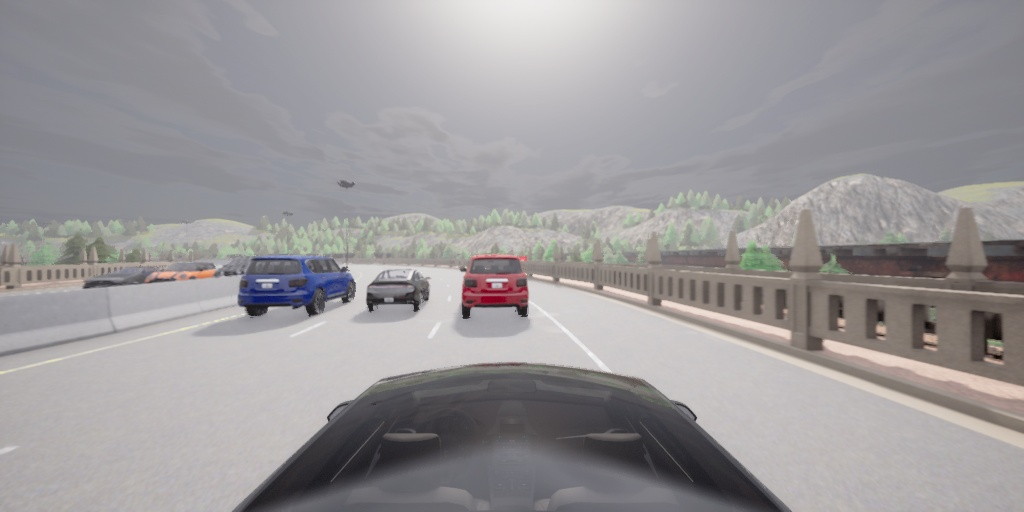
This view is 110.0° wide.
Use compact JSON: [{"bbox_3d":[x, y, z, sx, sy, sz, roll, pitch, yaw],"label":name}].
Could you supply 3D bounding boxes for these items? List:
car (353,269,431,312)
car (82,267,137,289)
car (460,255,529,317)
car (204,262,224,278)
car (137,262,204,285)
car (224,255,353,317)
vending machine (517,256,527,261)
[{"bbox_3d":[-4.422,1.259,14.448,2.128,1.511,4.902,0,0,-7],"label":"car"},{"bbox_3d":[-23.965,1.390,22.854,2.033,1.411,5.357,0,0,-15],"label":"car"},{"bbox_3d":[-0.746,0.976,13.360,2.150,2.045,5.566,0,0,-6],"label":"car"},{"bbox_3d":[-16.886,1.038,23.232,2.150,2.045,5.566,0,0,-14],"label":"car"},{"bbox_3d":[-20.349,1.181,22.489,2.097,1.767,4.553,0,0,-14],"label":"car"},{"bbox_3d":[-7.794,1.002,13.613,2.150,2.045,5.566,0,0,-7],"label":"car"},{"bbox_3d":[1.125,0.945,39.984,1.100,2.100,0.880,0,0,-20],"label":"vending machine"}]
